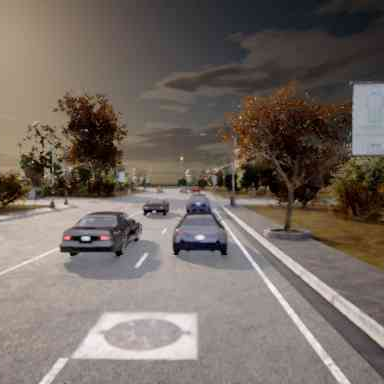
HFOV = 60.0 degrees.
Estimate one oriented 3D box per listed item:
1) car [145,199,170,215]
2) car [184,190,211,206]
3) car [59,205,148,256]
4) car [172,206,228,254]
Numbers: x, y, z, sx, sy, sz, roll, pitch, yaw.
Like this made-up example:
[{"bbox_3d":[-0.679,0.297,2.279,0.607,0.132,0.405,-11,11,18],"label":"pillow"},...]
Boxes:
[{"bbox_3d":[-2.954,1.241,28.554,1.895,1.301,4.718,0,1,1],"label":"car"},{"bbox_3d":[0.564,0.979,29.596,2.097,1.767,4.553,0,1,1],"label":"car"},{"bbox_3d":[-3.215,1.450,12.717,2.033,1.411,5.357,0,1,1],"label":"car"},{"bbox_3d":[0.300,1.468,13.095,1.994,1.385,4.181,0,1,1],"label":"car"}]
